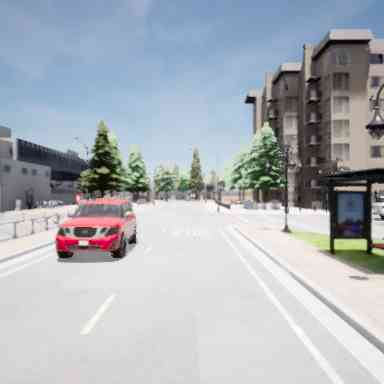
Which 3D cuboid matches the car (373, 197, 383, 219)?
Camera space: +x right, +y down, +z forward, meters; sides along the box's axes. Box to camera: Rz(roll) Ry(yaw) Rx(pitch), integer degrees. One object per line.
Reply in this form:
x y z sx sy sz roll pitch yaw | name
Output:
18.821 1.404 28.958 5.566 2.045 2.150 0 0 1 | car

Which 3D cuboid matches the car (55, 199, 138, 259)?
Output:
-3.537 1.315 13.406 2.150 2.045 5.566 0 -1 -2 | car
